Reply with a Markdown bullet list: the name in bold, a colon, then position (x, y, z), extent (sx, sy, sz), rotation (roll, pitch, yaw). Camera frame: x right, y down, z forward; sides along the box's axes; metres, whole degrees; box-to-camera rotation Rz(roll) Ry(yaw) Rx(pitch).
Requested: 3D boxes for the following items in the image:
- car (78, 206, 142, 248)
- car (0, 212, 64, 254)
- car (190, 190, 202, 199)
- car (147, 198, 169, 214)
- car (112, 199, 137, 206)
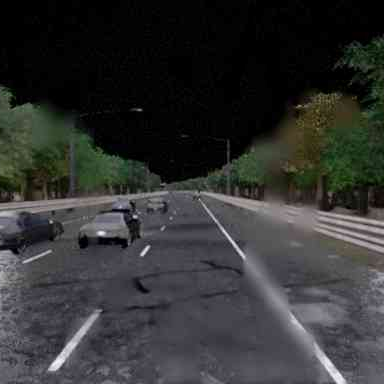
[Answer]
- **car**: position (-3.387, 1.498, 14.415), extent (1.994, 1.385, 4.181), rotation (0, 0, 0)
- **car**: position (-6.888, 1.488, 13.049), extent (2.033, 1.411, 5.357), rotation (0, 0, 0)
- **car**: position (1.293, 0.902, 81.397), extent (2.097, 1.767, 4.553), rotation (0, 0, 0)
- **car**: position (-3.371, 1.332, 33.309), extent (2.128, 1.511, 4.902), rotation (0, 0, 0)
- **car**: position (-6.870, 1.401, 33.970), extent (1.994, 1.385, 4.181), rotation (0, 0, 0)
